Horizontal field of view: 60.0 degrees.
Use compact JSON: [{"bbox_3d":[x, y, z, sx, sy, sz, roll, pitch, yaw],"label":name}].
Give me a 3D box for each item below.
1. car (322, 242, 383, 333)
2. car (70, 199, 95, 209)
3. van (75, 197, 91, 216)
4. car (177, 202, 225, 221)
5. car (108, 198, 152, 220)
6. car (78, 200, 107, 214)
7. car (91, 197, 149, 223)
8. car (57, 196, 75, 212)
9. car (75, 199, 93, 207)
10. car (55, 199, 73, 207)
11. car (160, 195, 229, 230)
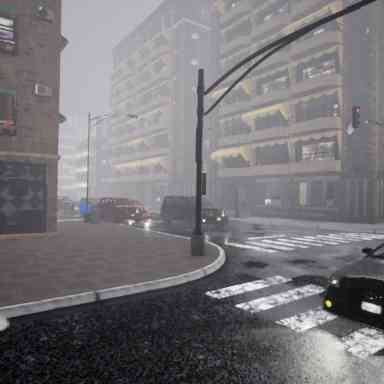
[{"bbox_3d":[4.310,1.545,6.153,4.181,1.385,1.994,0,0,-36],"label":"car"},{"bbox_3d":[-16.545,1.752,50.122,2.033,1.411,5.357,1,-1,-35],"label":"car"},{"bbox_3d":[-8.848,1.354,29.956,1.690,1.788,3.998,1,-1,-35],"label":"van"},{"bbox_3d":[0.703,1.685,30.116,1.752,1.417,4.829,1,-1,-35],"label":"car"},{"bbox_3d":[-5.596,1.410,29.647,2.097,1.767,4.553,1,-1,-35],"label":"car"},{"bbox_3d":[-11.332,1.657,37.731,1.994,1.385,4.181,1,-1,-35],"label":"car"},{"bbox_3d":[-5.615,1.309,25.412,2.192,1.841,5.009,1,-1,-35],"label":"car"},{"bbox_3d":[-15.310,1.368,39.044,2.192,1.841,5.009,1,-1,-35],"label":"car"},{"bbox_3d":[-18.587,1.866,57.239,1.802,1.307,4.206,1,-1,-35],"label":"car"},{"bbox_3d":[-22.568,1.848,58.590,1.895,1.301,4.718,1,-1,-36],"label":"car"},{"bbox_3d":[-0.023,1.249,21.802,2.150,2.045,5.566,1,-1,-36],"label":"car"}]
